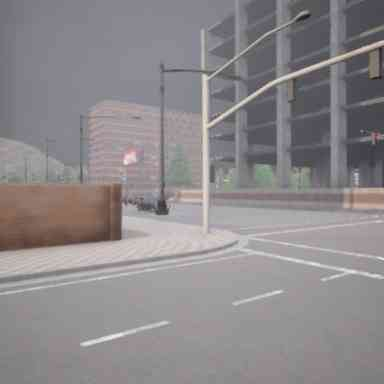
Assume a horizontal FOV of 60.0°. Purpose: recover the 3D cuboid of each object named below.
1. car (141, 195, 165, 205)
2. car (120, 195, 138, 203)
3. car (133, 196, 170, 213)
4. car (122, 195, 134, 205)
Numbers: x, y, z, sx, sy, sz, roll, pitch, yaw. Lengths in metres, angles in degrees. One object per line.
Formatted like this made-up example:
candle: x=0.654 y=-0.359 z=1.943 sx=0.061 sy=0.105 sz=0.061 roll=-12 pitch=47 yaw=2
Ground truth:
car: x=-6.878 y=1.357 z=58.075 sx=1.882 sy=1.535 sz=5.008 roll=0 pitch=0 yaw=-35
car: x=-12.684 y=1.404 z=66.367 sx=1.812 sy=1.442 sz=4.674 roll=0 pitch=0 yaw=-35
car: x=-4.154 y=1.430 z=35.691 sx=1.837 sy=1.490 sz=4.892 roll=0 pitch=0 yaw=-35
car: x=-9.728 y=1.386 z=56.133 sx=2.128 sy=1.511 sz=4.902 roll=0 pitch=0 yaw=-35
